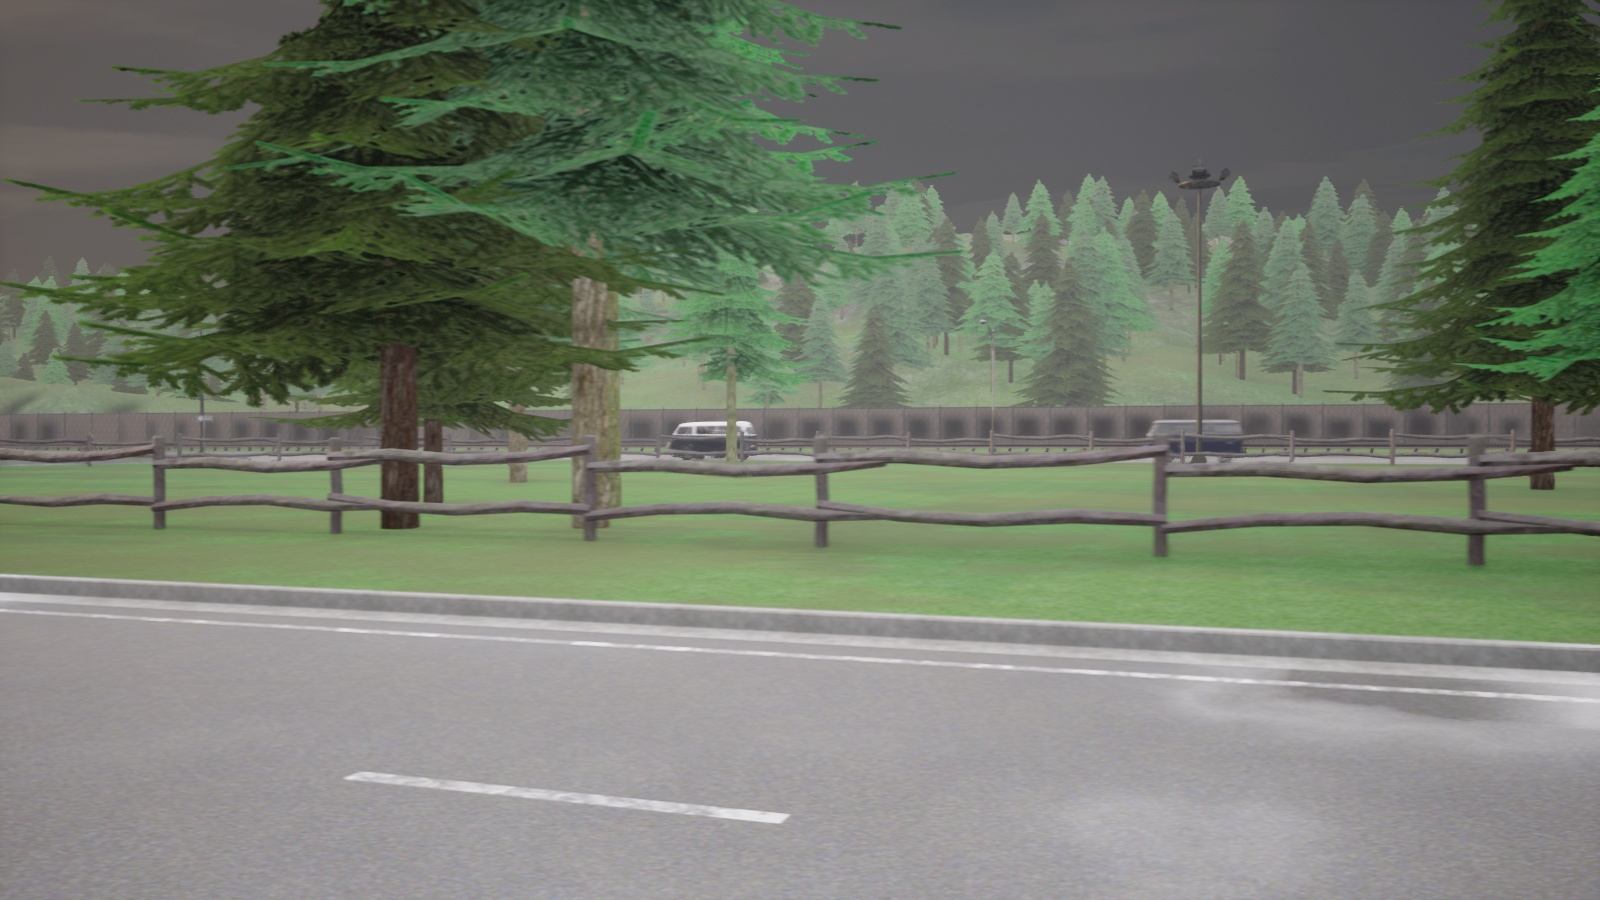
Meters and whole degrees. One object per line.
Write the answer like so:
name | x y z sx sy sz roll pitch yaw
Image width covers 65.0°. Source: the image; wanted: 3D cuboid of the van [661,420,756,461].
van | -4.768 -0.514 65.388 4.480 2.038 2.069 1 1 18

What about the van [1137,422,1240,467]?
van | 17.876 -0.279 57.851 4.442 1.987 1.775 1 1 18
